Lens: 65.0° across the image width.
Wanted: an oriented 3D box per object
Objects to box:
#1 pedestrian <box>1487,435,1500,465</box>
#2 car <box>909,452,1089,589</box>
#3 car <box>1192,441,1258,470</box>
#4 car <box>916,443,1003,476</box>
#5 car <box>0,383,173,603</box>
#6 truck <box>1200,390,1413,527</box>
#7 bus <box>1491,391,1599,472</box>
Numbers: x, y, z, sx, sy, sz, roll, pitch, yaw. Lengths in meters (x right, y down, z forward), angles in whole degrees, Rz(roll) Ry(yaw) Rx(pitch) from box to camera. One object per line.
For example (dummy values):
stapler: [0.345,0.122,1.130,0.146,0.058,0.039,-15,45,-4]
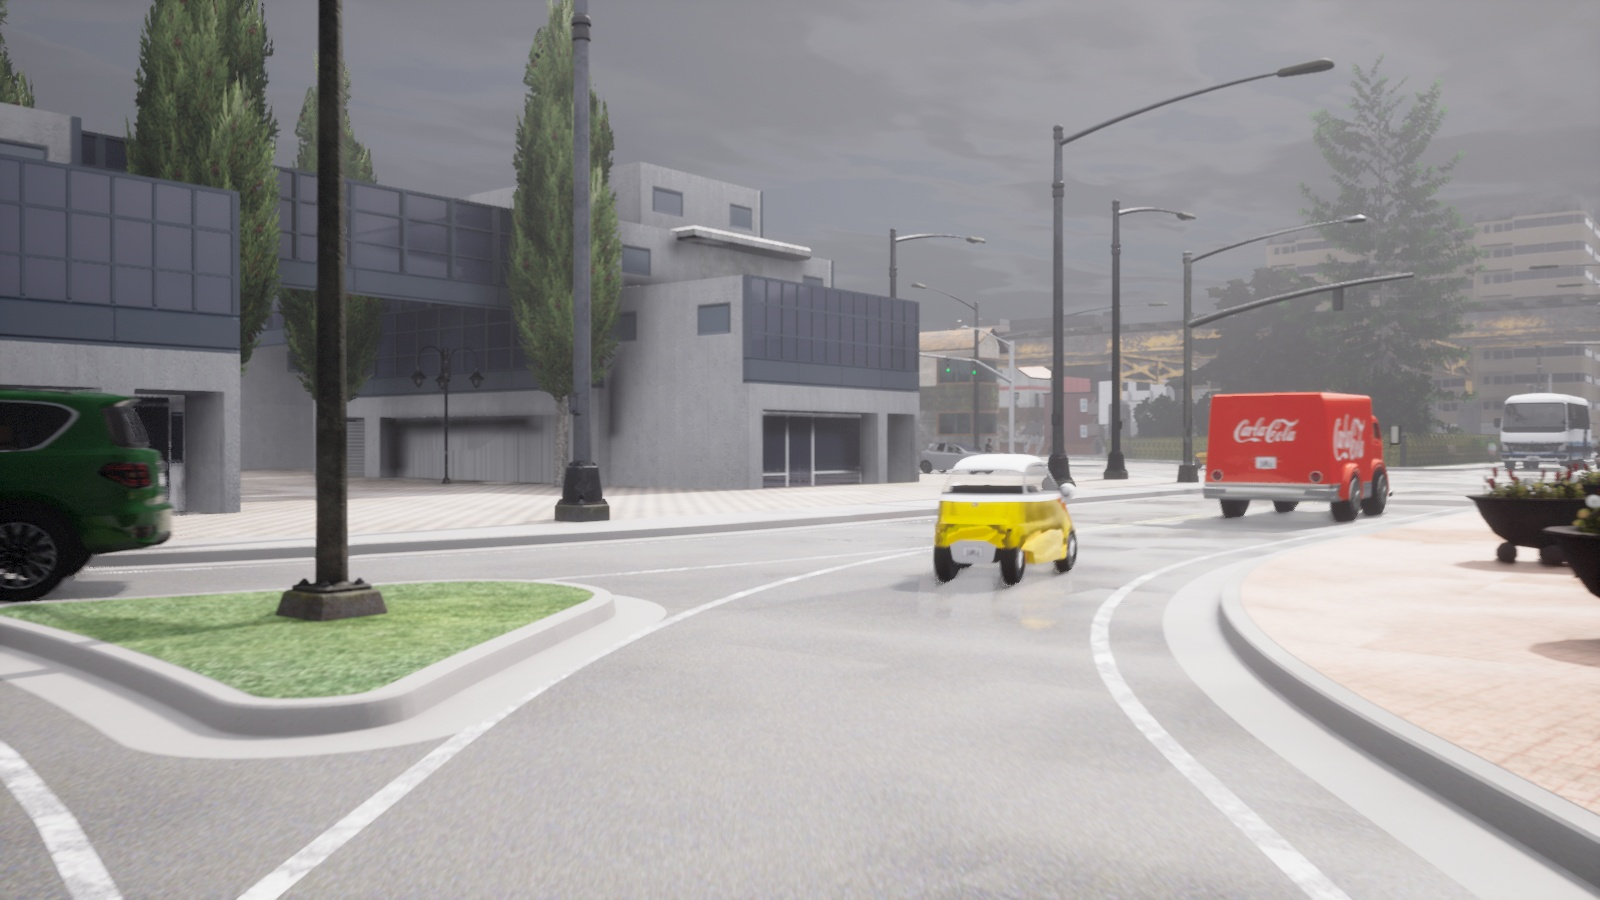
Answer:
pedestrian: [45.806,0.004,82.947,0.659,1.952,0.873,0,0,37]
car: [2.303,0.728,14.194,1.481,1.376,2.207,0,1,24]
car: [24.002,0.311,71.096,1.801,1.575,5.366,0,0,-1]
car: [7.538,0.407,59.369,3.633,1.501,1.845,1,1,38]
car: [-9.222,0.396,12.085,5.566,2.045,2.150,0,1,-23]
truck: [10.369,0.132,25.458,2.627,2.467,5.204,0,0,39]
bus: [42.448,-0.978,71.235,3.944,4.253,10.273,0,0,39]
